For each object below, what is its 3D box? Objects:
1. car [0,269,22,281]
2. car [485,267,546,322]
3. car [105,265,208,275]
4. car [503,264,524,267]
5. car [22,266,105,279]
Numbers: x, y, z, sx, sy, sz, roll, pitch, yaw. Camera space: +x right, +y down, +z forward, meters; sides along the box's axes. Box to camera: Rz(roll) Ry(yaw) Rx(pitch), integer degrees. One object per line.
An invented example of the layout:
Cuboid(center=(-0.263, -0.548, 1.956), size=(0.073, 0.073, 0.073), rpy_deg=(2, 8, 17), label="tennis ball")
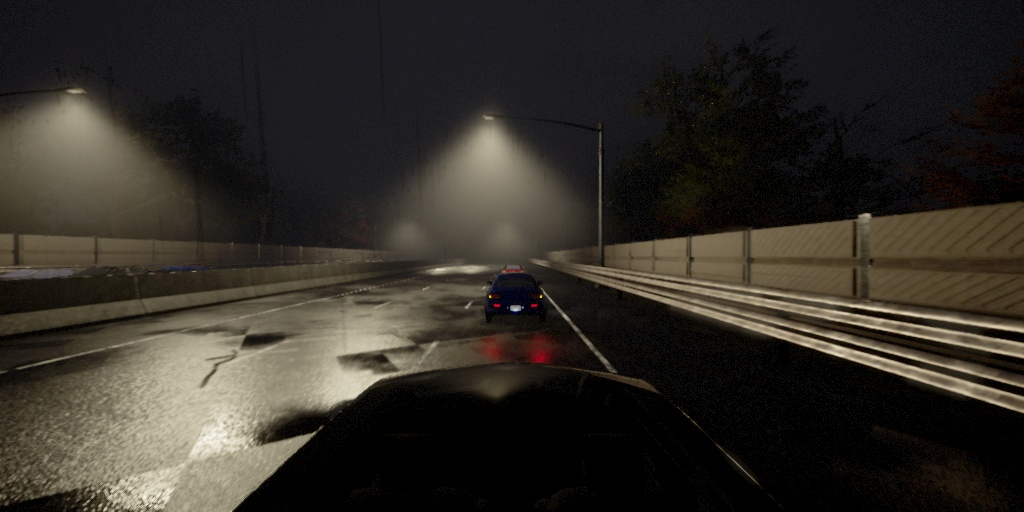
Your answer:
Cuboid(center=(-24.502, 1.332, 18.649), size=(2.033, 1.411, 5.357), rpy_deg=(0, 0, 0), label="car")
Cuboid(center=(0.099, 1.270, 12.196), size=(1.812, 1.442, 4.674), rpy_deg=(0, 0, 0), label="car")
Cuboid(center=(-17.502, 1.271, 18.650), size=(1.812, 1.442, 4.674), rpy_deg=(0, 0, 0), label="car")
Cuboid(center=(0.098, 1.303, 28.933), size=(1.994, 1.385, 4.181), rpy_deg=(0, 0, 0), label="car")
Cuboid(center=(-21.002, 1.265, 18.649), size=(1.882, 1.535, 5.008), rpy_deg=(0, 0, 0), label="car")
